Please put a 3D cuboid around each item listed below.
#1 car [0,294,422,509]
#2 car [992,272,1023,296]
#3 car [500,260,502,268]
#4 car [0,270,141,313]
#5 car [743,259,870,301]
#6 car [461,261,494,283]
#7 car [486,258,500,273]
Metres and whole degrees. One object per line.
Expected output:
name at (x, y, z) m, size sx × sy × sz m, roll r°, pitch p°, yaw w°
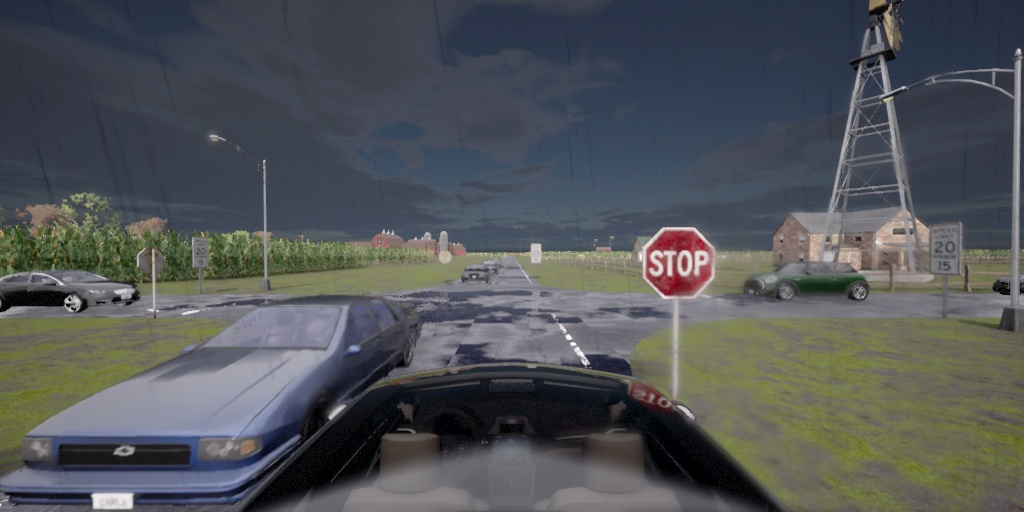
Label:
car at (-2.745, 1.295, 5.128) m, size 2.033 × 1.411 × 5.357 m, roll 0°, pitch 0°, yaw 0°
car at (24.502, 1.134, 15.820) m, size 4.892 × 1.490 × 1.837 m, roll 0°, pitch 1°, yaw 2°
car at (-2.667, 1.133, 58.697) m, size 2.128 × 1.511 × 4.902 m, roll 0°, pitch 0°, yaw 0°
car at (-17.256, 1.308, 13.779) m, size 4.902 × 1.511 × 2.128 m, roll 0°, pitch 1°, yaw 0°
car at (13.085, 1.021, 16.179) m, size 4.553 × 1.767 × 2.097 m, roll 0°, pitch 1°, yaw 2°
car at (-2.712, 1.293, 27.658) m, size 1.994 × 1.385 × 4.181 m, roll 0°, pitch 0°, yaw 0°
car at (-2.689, 1.236, 42.898) m, size 1.812 × 1.442 × 4.674 m, roll 0°, pitch 0°, yaw 0°
